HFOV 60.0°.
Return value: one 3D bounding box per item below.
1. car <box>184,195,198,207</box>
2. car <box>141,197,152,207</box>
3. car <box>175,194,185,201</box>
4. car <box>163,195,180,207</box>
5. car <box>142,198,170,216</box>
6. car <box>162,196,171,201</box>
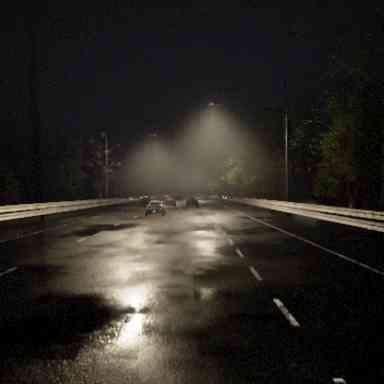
[{"bbox_3d":[0.050,1.577,52.705,1.837,1.490,4.892,0,0,0],"label":"car"},{"bbox_3d":[-6.950,1.585,52.836,1.837,1.490,4.892,0,0,0],"label":"car"},{"bbox_3d":[-3.410,1.617,88.543,1.882,1.535,5.008,0,0,0],"label":"car"},{"bbox_3d":[-3.451,1.622,52.751,2.033,1.411,5.357,0,0,0],"label":"car"},{"bbox_3d":[-3.471,1.570,32.981,1.812,1.442,4.674,0,0,0],"label":"car"},{"bbox_3d":[-6.908,1.743,90.602,1.895,1.301,4.718,0,0,0],"label":"car"}]
